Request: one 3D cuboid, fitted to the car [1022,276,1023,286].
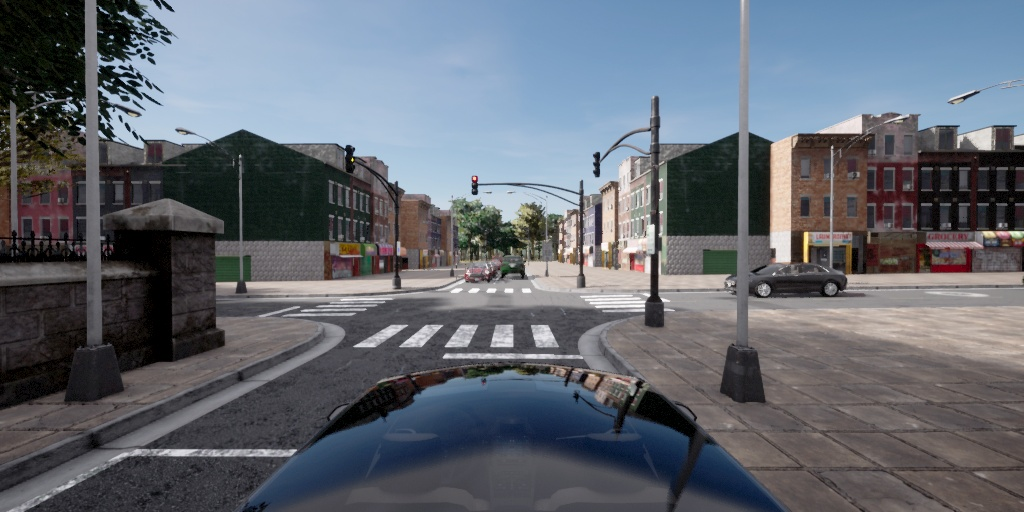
[{"bbox_3d":[26.540,0.707,16.268,4.553,1.767,2.097,-1,1,0],"label":"car"}]

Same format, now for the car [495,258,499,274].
[{"bbox_3d":[-2.520,1.204,33.551,1.967,1.591,4.097,0,0,0],"label":"car"}]

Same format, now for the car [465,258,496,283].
[{"bbox_3d":[-2.541,1.199,28.117,1.967,1.591,4.097,0,0,0],"label":"car"}]

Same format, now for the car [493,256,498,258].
[{"bbox_3d":[-2.802,1.259,60.927,1.801,1.575,5.366,0,0,0],"label":"car"}]

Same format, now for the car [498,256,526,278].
[{"bbox_3d":[0.134,0.986,34.567,2.150,2.045,5.566,0,0,2],"label":"car"}]

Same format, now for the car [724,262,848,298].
[{"bbox_3d":[12.330,1.046,16.327,4.892,1.490,1.837,-1,1,0],"label":"car"}]
